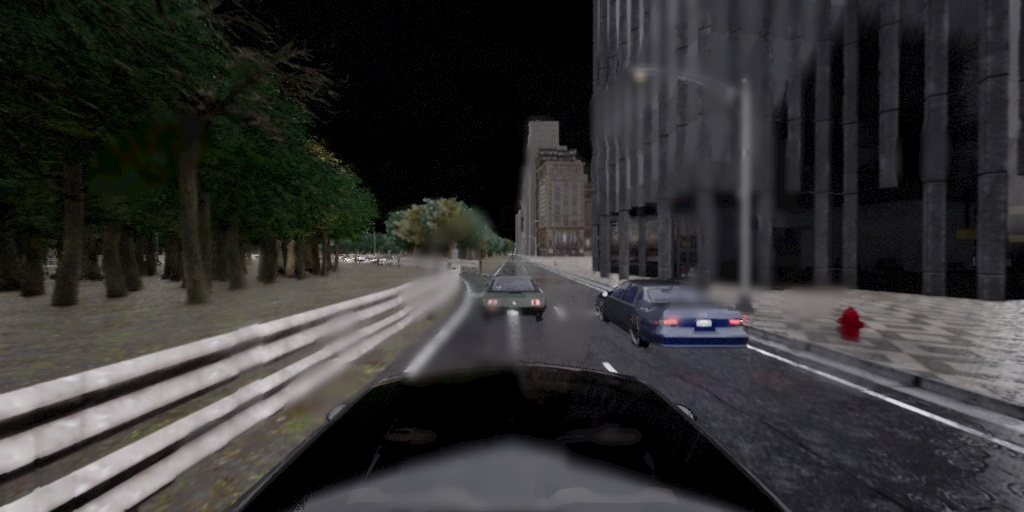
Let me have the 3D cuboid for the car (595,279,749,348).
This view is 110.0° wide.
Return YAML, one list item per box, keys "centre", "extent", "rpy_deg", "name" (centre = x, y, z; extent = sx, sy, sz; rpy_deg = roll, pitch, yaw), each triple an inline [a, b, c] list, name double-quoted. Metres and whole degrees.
- centre: [3.591, 1.308, 9.216]
  extent: [2.033, 1.411, 5.357]
  rpy_deg: [0, 0, 0]
  name: "car"

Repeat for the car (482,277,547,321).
- centre: [-0.009, 1.366, 12.467]
  extent: [1.895, 1.301, 4.718]
  rpy_deg: [0, 0, -2]
  name: "car"
